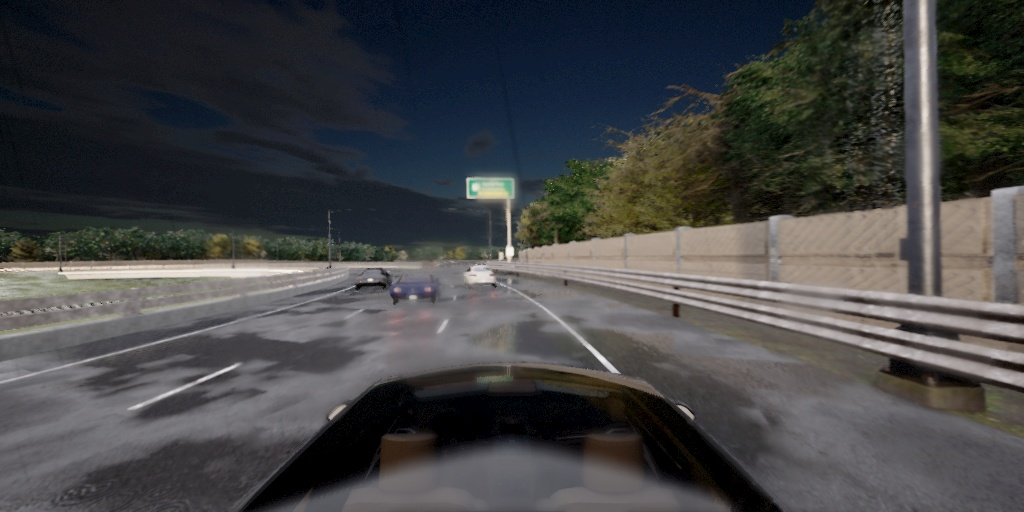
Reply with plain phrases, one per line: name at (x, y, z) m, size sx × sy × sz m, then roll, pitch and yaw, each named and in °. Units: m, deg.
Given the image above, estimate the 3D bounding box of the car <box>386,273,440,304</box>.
car at (-4.451, 1.455, 17.184) m, size 1.895 × 1.301 × 4.718 m, roll -1°, pitch 0°, yaw -8°

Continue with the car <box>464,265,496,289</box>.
car at (-2.213, 1.348, 24.228) m, size 1.812 × 1.442 × 4.674 m, roll -1°, pitch 0°, yaw -12°

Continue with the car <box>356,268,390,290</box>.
car at (-9.527, 1.524, 24.988) m, size 1.994 × 1.385 × 4.181 m, roll -1°, pitch 0°, yaw -13°
